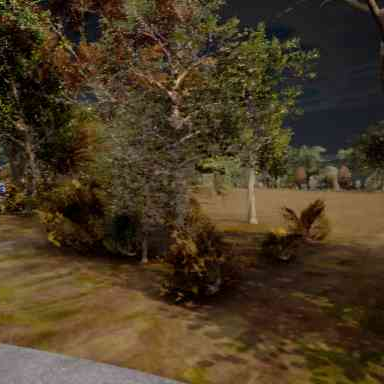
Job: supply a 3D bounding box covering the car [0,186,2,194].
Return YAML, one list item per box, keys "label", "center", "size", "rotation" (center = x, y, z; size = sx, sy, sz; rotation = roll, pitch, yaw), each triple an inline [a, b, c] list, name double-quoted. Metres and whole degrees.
- label: "car"
  center: [-30.108, 0.501, 49.200]
  size: [2.150, 2.045, 5.566]
  rotation: [-2, 3, -20]
